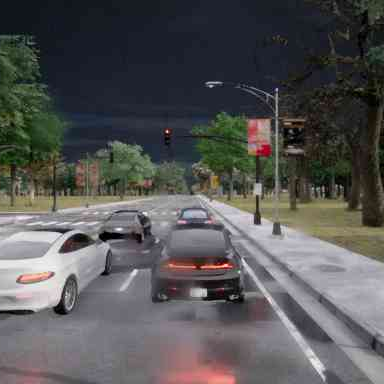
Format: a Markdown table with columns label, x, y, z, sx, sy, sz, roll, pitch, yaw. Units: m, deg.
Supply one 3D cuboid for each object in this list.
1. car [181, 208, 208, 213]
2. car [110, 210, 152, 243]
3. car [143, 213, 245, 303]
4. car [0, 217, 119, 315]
| label | x | y | z | sx | sy | sz | roll | pitch | yaw |
| --- | --- | --- | --- | --- | --- | --- | --- | --- | --- |
| car | 0.138 | 1.528 | 17.272 | 1.812 | 1.442 | 4.674 | 0 | 0 | 0 |
| car | -3.114 | 1.566 | 16.198 | 1.994 | 1.385 | 4.181 | 0 | 0 | 0 |
| car | 0.119 | 1.505 | 8.200 | 1.837 | 1.490 | 4.892 | 0 | 0 | 0 |
| car | -3.134 | 1.526 | 7.439 | 1.812 | 1.442 | 4.674 | 0 | 0 | 0 |
